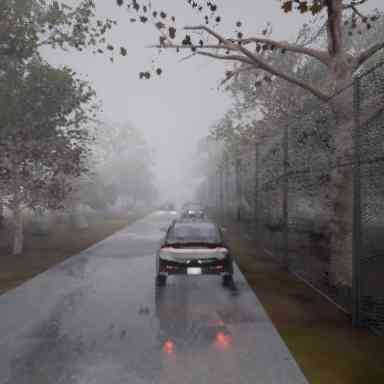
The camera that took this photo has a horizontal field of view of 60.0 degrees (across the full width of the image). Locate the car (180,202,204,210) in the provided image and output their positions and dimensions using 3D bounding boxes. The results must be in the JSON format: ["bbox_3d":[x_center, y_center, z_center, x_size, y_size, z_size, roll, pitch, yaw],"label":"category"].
[{"bbox_3d":[0.023,1.538,26.922,2.033,1.411,5.357,0,0,0],"label":"car"}]

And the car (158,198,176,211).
[{"bbox_3d":[-2.973,1.540,40.263,1.837,1.490,4.892,0,0,0],"label":"car"}]

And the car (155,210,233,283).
[{"bbox_3d":[0.061,1.489,9.621,2.128,1.511,4.902,0,0,0],"label":"car"}]
